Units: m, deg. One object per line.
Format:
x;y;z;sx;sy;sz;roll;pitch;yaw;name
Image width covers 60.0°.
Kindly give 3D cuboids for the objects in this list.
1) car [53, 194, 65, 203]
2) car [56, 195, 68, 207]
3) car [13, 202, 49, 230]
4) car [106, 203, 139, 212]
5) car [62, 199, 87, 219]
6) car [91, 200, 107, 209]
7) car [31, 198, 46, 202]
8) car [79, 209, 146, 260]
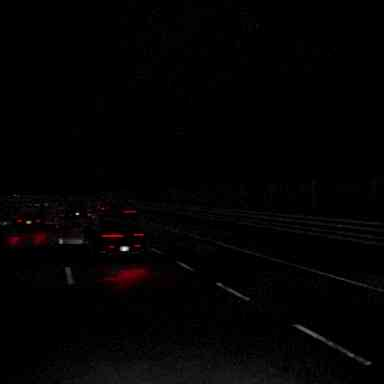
-29.722;1.470;75.215;2.150;2.045;5.566;1;-1;-23;car
-21.149;1.704;55.173;1.812;1.442;4.674;1;0;-23;car
-10.663;1.625;22.006;1.812;1.442;4.674;1;0;-23;car
-5.810;1.745;28.483;1.837;1.490;4.892;1;0;-23;car
-11.131;1.692;31.770;1.837;1.490;4.892;1;-1;-23;car
-11.509;1.785;41.801;1.812;1.442;4.674;1;0;-23;car
-17.132;1.481;37.158;2.097;1.767;4.553;1;-1;-23;car
-3.173;1.624;13.178;1.837;1.490;4.892;1;-1;-23;car
